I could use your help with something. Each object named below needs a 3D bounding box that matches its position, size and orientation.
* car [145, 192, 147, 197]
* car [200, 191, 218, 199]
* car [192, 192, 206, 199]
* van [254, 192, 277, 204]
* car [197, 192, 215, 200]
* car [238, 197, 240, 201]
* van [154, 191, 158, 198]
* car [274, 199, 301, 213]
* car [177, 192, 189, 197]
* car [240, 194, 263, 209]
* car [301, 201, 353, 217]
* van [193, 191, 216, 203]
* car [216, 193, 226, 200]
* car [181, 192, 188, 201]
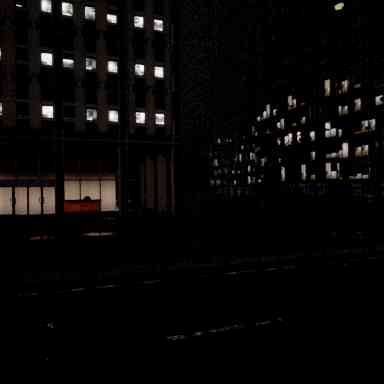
[{"bbox_3d":[-10.257,0.733,87.841,1.967,1.590,4.097,0,1,-21],"label":"car"},{"bbox_3d":[3.689,0.634,74.938,2.192,1.841,5.009,0,1,-21],"label":"car"},{"bbox_3d":[1.647,0.706,80.243,1.967,1.590,4.097,0,1,-21],"label":"car"},{"bbox_3d":[11.858,0.871,53.722,1.690,1.788,3.998,0,1,-21],"label":"van"},{"bbox_3d":[2.864,0.879,69.858,1.882,1.535,5.008,-1,1,-21],"label":"car"},{"bbox_3d":[9.817,1.060,59.029,1.802,1.307,4.206,0,1,-21],"label":"car"},{"bbox_3d":[-8.215,0.687,82.537,1.690,1.788,3.998,0,1,-21],"label":"van"},{"bbox_3d":[10.060,1.399,34.765,1.802,1.307,4.206,0,1,-21],"label":"car"},{"bbox_3d":[-2.436,0.710,90.852,2.008,1.369,4.403,0,1,-21],"label":"car"},{"bbox_3d":[8.072,1.332,40.090,1.947,1.339,4.313,0,1,-21],"label":"car"},{"bbox_3d":[12.086,1.434,29.453,1.947,1.339,4.313,0,1,-21],"label":"car"},{"bbox_3d":[1.996,0.952,56.017,1.690,1.788,3.998,0,1,-21],"label":"van"},{"bbox_3d":[5.733,0.954,69.637,1.802,1.307,4.206,0,1,-21],"label":"car"},{"bbox_3d":[-2.088,1.056,66.627,2.008,1.369,4.403,0,1,-21],"label":"car"}]
